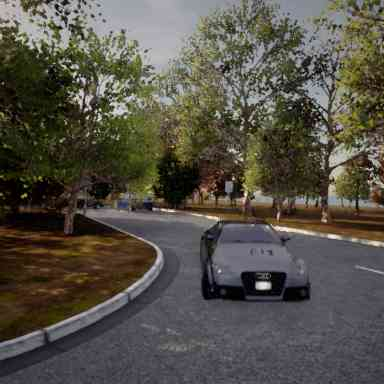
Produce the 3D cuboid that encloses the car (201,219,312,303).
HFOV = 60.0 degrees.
[{"bbox_3d":[1.252,1.382,7.867,1.994,1.385,4.181,1,3,-1],"label":"car"}]

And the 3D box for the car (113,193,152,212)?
[{"bbox_3d":[-5.528,0.829,30.689,2.097,1.767,4.553,1,0,-37],"label":"car"}]

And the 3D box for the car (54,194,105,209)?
[{"bbox_3d":[-10.779,0.895,31.488,5.357,1.411,2.033,1,-1,30],"label":"car"}]
